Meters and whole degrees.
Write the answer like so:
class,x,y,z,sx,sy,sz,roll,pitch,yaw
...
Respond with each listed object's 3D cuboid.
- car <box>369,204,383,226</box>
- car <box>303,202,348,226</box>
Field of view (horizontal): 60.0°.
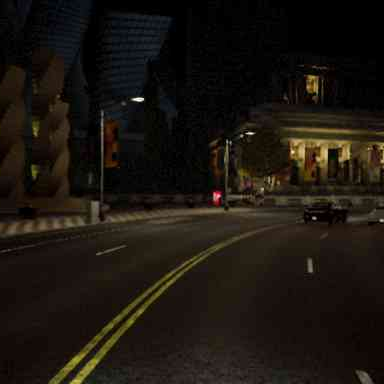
class,x,y,z,sx,sy,sz,roll,pitch,yaw
car,13.115,1.513,21.965,1.812,1.442,4.674,0,0,42
car,9.274,1.449,22.880,2.128,1.511,4.902,0,0,40
